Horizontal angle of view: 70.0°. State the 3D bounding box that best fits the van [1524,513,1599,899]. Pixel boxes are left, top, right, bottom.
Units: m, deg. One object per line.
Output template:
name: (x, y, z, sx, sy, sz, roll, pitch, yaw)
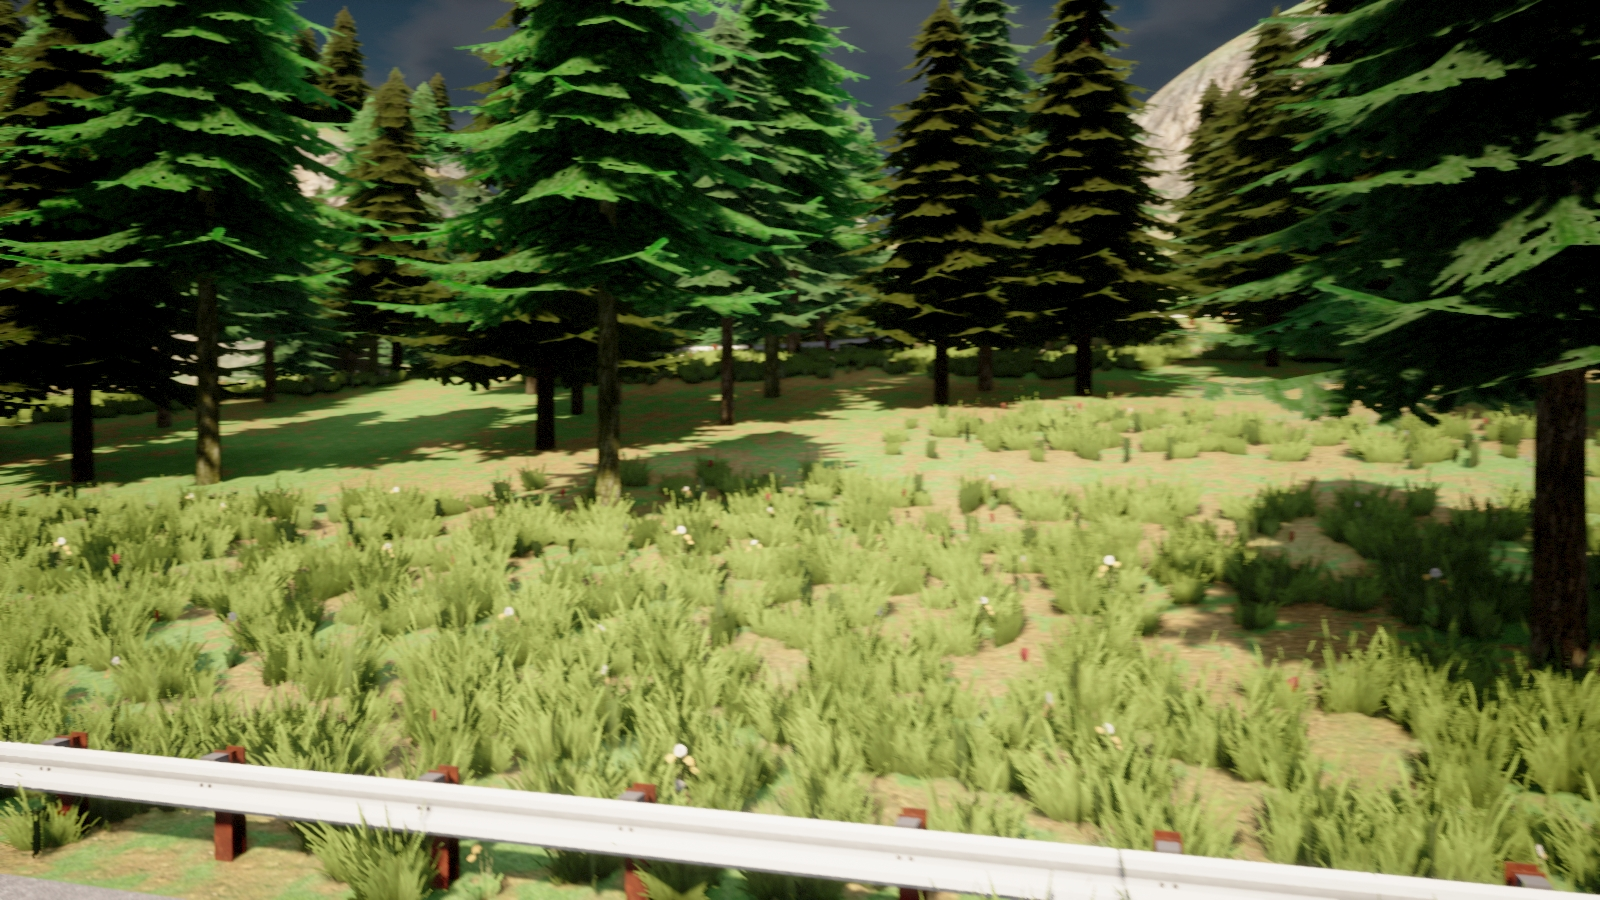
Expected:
van: (4.810, 1.468, 1.786, 5.915, 2.561, 1.988, 0, 0, 9)
